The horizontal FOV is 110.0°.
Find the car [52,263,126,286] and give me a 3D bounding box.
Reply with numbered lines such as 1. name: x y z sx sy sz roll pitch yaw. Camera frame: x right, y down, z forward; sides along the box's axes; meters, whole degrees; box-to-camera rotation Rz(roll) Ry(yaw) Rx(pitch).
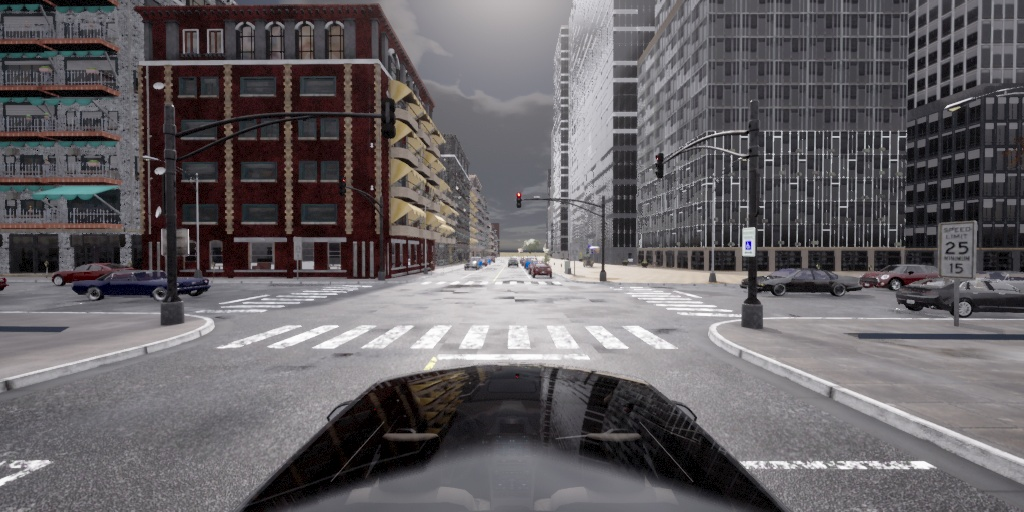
1. car: -25.812 1.109 22.356 4.507 1.381 1.888 0 0 1

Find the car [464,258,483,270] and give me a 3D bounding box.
1. car: -5.585 1.269 50.326 1.948 1.339 4.313 0 0 0

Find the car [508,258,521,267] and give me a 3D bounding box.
1. car: 0.236 1.282 64.045 1.895 1.301 4.718 0 0 0

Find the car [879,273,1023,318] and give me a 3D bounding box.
1. car: 16.739 1.445 13.066 4.403 1.370 2.007 0 0 1

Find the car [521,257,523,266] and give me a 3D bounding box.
1. car: 2.775 1.240 55.988 1.888 1.381 4.507 0 0 0

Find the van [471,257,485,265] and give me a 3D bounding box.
1. van: -5.574 1.036 55.972 1.690 1.789 3.998 0 0 0

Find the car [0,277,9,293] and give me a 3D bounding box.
1. car: -22.598 1.259 13.692 4.507 1.381 1.888 0 0 1

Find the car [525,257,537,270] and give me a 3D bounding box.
1. car: 2.738 1.159 39.049 1.967 1.591 4.097 0 0 0

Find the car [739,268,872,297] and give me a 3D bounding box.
1. car: 15.225 1.342 19.002 5.357 1.411 2.033 0 1 1

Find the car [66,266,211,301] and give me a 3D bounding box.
1. car: -16.643 1.299 16.304 4.718 1.301 1.895 0 1 1

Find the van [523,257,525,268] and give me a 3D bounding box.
1. van: 2.763 1.044 50.341 1.690 1.789 3.998 0 0 0

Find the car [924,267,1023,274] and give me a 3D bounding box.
1. car: 25.252 1.443 18.836 4.718 1.301 1.895 0 1 1

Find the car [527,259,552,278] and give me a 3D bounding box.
1. car: 2.726 1.271 33.404 1.888 1.381 4.507 0 0 0

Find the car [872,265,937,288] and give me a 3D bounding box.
1. car: 23.417 1.230 21.599 4.097 1.591 1.967 0 0 1
